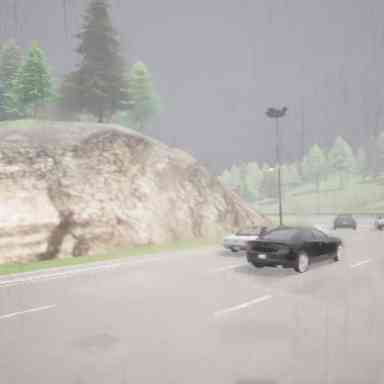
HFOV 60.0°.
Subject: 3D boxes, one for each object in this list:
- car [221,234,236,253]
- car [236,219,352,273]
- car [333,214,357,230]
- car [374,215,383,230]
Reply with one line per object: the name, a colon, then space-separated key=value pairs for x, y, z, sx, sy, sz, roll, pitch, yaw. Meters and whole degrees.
car: x=3.730 y=2.411 z=17.313 sx=4.718 sy=1.301 sz=1.895 roll=1 pitch=-4 yaw=-44
car: x=4.131 y=2.045 z=12.865 sx=5.008 sy=1.535 sz=1.882 roll=1 pitch=-4 yaw=-44
car: x=14.555 y=2.813 z=31.778 sx=1.994 sy=1.385 sz=4.181 roll=-3 pitch=-3 yaw=24
car: x=17.766 y=2.677 z=30.210 sx=1.895 sy=1.301 sz=4.718 roll=-3 pitch=-3 yaw=24
